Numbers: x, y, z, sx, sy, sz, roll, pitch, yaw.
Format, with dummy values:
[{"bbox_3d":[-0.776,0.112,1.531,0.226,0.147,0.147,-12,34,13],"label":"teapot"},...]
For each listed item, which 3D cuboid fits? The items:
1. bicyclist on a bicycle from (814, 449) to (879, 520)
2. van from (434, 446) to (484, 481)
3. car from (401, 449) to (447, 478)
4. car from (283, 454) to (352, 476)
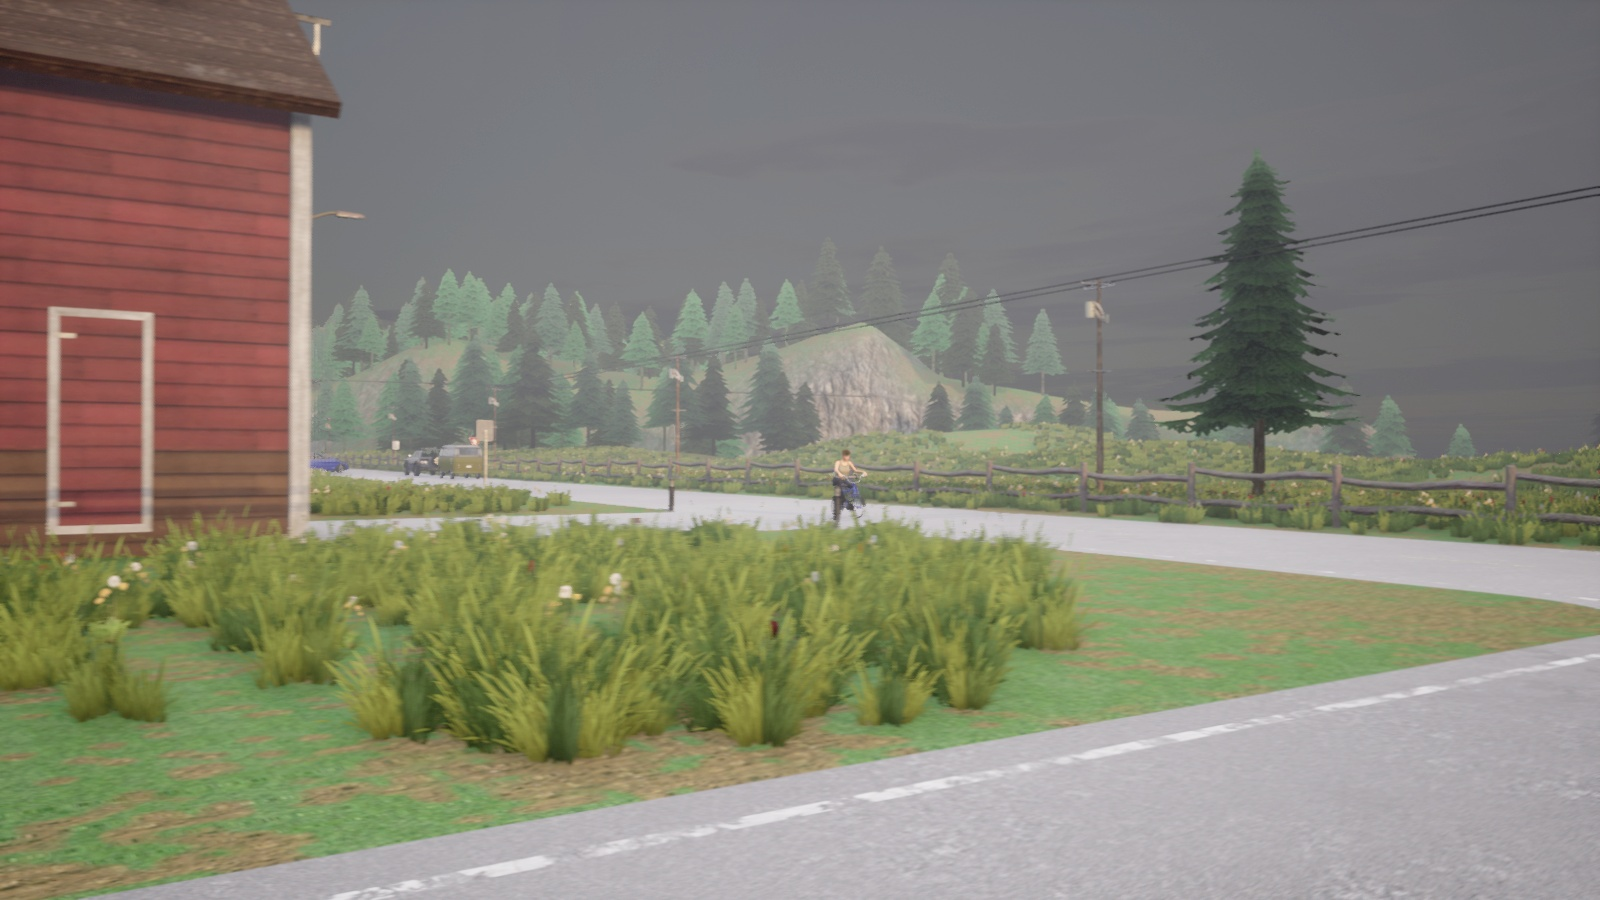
[{"bbox_3d":[1.076,0.776,29.338,0.866,1.612,1.509,0,0,-29],"label":"bicyclist on a bicycle"},{"bbox_3d":[-19.929,0.755,73.200,1.775,1.987,4.442,0,0,-29],"label":"van"},{"bbox_3d":[-24.280,0.849,81.019,1.932,1.855,4.605,0,0,-29],"label":"car"},{"bbox_3d":[-34.306,1.066,89.282,1.816,1.474,4.193,1,0,45],"label":"car"}]
